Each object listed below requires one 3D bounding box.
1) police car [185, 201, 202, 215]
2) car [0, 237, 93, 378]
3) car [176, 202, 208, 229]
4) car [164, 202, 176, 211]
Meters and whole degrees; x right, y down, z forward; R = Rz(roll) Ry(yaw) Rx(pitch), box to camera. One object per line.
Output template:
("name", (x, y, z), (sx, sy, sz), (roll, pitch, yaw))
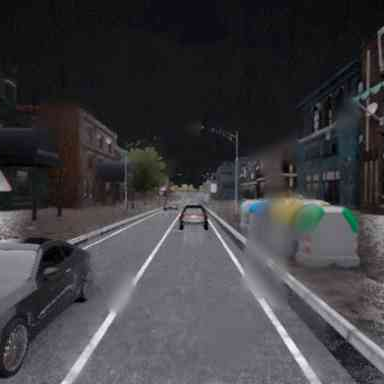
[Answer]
("police car", (0.140, 2.001, 41.965), (2.038, 1.542, 4.974), (1, -1, 0))
("car", (-3.088, 1.569, 5.714), (1.812, 1.442, 4.674), (1, -1, 0))
("car", (0.127, 1.690, 23.870), (2.033, 1.649, 4.856), (1, -1, 0))
("car", (-3.030, 2.136, 48.904), (1.994, 1.385, 4.181), (1, -1, 0))
